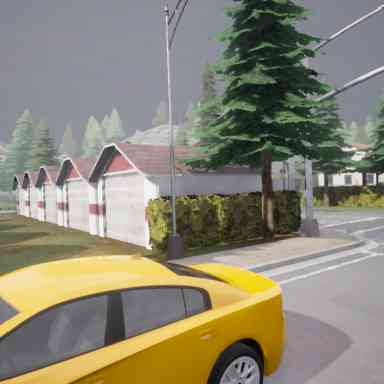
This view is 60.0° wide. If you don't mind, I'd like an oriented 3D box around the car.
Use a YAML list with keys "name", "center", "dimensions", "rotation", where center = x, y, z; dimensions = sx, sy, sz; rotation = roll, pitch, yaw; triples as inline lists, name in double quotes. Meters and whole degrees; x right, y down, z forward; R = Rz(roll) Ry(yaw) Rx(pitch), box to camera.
- name: "car"
  center: [-1.261, 1.451, 3.087]
  dimensions: [5.008, 1.535, 1.882]
  rotation: [-2, 1, -35]
